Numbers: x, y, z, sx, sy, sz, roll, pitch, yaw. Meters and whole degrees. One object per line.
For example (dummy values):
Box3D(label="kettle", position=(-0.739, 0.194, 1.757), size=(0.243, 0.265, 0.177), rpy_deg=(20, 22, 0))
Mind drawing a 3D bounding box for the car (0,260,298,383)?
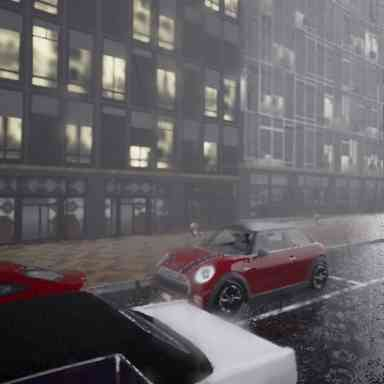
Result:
Box3D(label="car", position=(-1.466, 1.602, 2.332), size=(4.718, 1.301, 1.895), rpy_deg=(0, 0, -35))

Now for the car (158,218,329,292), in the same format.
Box3D(label="car", position=(1.160, 1.441, 7.374), size=(4.097, 1.590, 1.967), rpy_deg=(0, 1, -35))

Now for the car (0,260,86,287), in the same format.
Box3D(label="car", position=(-3.355, 1.583, 4.155), size=(4.206, 1.307, 1.802), rpy_deg=(0, 1, -35))
